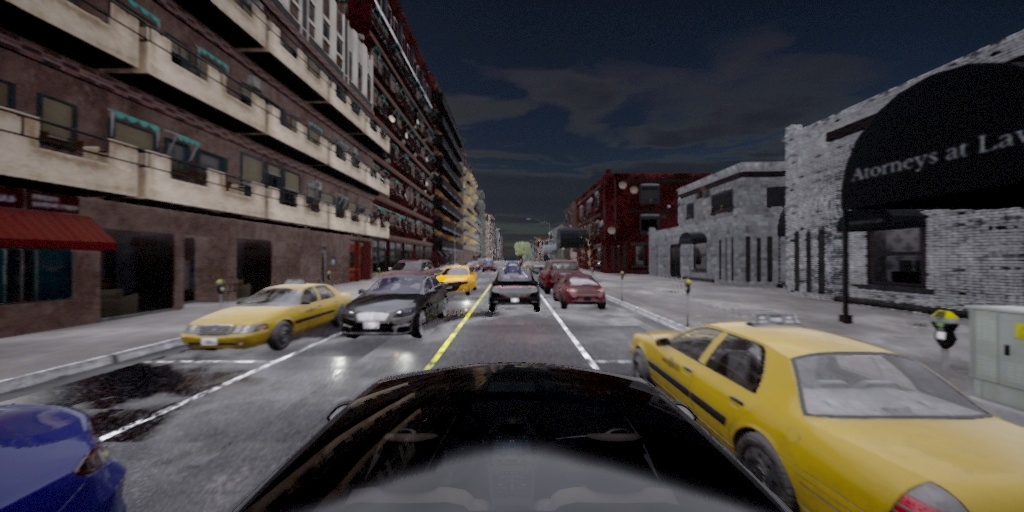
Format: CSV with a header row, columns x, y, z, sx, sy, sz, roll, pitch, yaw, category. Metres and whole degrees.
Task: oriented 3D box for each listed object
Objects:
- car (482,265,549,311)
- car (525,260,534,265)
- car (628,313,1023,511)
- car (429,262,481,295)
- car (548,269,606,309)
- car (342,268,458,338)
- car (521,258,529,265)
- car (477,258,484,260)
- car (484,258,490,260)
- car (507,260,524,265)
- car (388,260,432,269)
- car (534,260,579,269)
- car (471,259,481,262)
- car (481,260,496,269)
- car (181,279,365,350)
x,y,z,sx,sy,sz,roll,pitch,yaw,category
0.101,1.286,14.660,2.128,1.511,4.902,0,0,0,car
2.693,1.429,37.015,2.007,1.370,4.403,0,0,0,car
2.690,1.282,3.950,1.751,1.417,4.829,0,0,0,car
-3.075,1.292,20.350,1.882,1.535,5.008,0,0,0,car
2.691,1.376,14.859,1.802,1.307,4.207,0,0,0,car
-3.081,1.270,10.338,2.128,1.511,4.902,0,0,0,car
2.694,1.501,59.341,1.751,1.417,4.829,0,0,0,car
-5.687,1.390,53.632,1.967,1.591,4.097,0,0,0,car
-5.686,1.317,64.711,2.192,1.841,5.009,0,0,0,car
0.093,1.420,40.695,1.812,1.442,4.674,0,0,0,car
-5.689,1.129,20.398,2.192,1.841,5.009,0,0,0,car
2.692,1.129,20.398,2.192,1.841,5.009,0,0,0,car
-5.687,1.471,48.094,1.888,1.381,4.507,0,0,0,car
-2.997,1.542,48.531,1.895,1.301,4.718,0,0,0,car
-5.690,1.301,9.149,1.751,1.417,4.829,0,0,0,car
